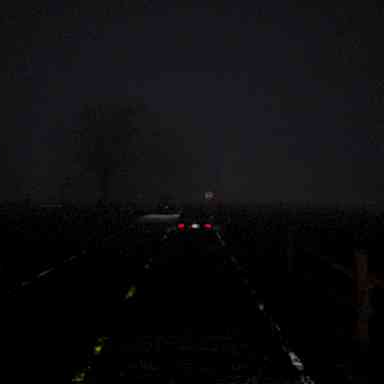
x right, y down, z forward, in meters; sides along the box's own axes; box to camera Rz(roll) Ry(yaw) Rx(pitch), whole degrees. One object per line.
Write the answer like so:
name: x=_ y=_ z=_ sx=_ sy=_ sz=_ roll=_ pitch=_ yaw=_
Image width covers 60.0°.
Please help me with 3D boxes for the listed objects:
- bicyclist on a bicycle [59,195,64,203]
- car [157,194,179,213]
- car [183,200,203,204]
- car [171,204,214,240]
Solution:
bicyclist on a bicycle: x=-21.929 y=1.251 z=55.938 sx=0.582 sy=1.620 sz=1.656 roll=1 pitch=0 yaw=2
car: x=-2.707 y=1.303 z=37.792 sx=2.150 sy=2.045 sz=5.566 roll=0 pitch=0 yaw=0
car: x=0.137 y=1.553 z=33.753 sx=1.882 sy=1.535 sz=5.008 roll=0 pitch=0 yaw=0
car: x=0.126 y=1.583 z=17.316 sx=2.033 sy=1.411 sz=5.357 roll=0 pitch=0 yaw=0
